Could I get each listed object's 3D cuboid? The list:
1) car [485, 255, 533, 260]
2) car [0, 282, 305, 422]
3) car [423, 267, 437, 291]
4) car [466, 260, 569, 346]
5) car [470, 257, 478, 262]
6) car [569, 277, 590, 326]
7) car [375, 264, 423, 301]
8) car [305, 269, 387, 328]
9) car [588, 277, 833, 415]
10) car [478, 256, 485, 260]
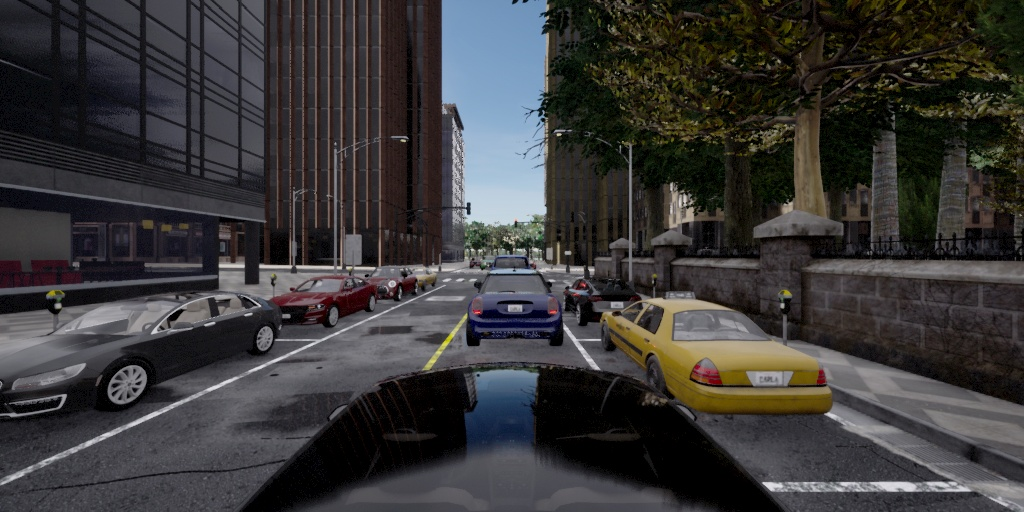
[{"bbox_3d":[-0.034,0.972,18.973,2.150,2.045,5.566,0,0,0],"label":"car"},{"bbox_3d":[-5.772,1.300,5.959,2.007,1.370,4.403,0,0,0],"label":"car"},{"bbox_3d":[-5.809,1.276,22.160,1.751,1.417,4.829,0,0,0],"label":"car"},{"bbox_3d":[0.036,1.102,9.539,2.097,1.767,4.553,0,0,-1],"label":"car"},{"bbox_3d":[-5.894,1.078,59.738,2.192,1.841,5.009,0,0,0],"label":"car"},{"bbox_3d":[2.740,1.316,11.437,1.948,1.339,4.313,0,0,0],"label":"car"},{"bbox_3d":[-5.797,1.190,16.873,1.967,1.591,4.097,0,0,0],"label":"car"},{"bbox_3d":[-5.785,1.295,11.416,1.888,1.381,4.507,0,0,0],"label":"car"},{"bbox_3d":[2.752,1.275,6.151,1.751,1.417,4.829,0,0,0],"label":"car"},{"bbox_3d":[-3.214,0.981,51.214,2.150,2.045,5.566,0,0,-1],"label":"car"}]
